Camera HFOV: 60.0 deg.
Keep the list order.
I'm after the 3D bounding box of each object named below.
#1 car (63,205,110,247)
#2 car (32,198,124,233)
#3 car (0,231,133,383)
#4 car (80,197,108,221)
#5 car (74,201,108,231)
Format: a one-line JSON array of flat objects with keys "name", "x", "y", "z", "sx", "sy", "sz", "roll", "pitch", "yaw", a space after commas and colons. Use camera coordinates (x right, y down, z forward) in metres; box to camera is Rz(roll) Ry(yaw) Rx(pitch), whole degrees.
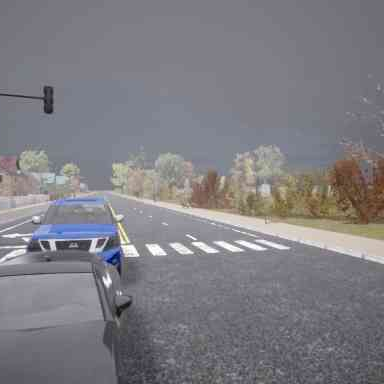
[{"name": "car", "x": -4.986, "y": 1.499, "z": 16.106, "sx": 1.837, "sy": 1.490, "sz": 4.892, "roll": 0, "pitch": 0, "yaw": -15}, {"name": "car", "x": -3.348, "y": 1.218, "z": 10.028, "sx": 2.150, "sy": 2.045, "sz": 5.566, "roll": 0, "pitch": 0, "yaw": -15}, {"name": "car", "x": -1.729, "y": 1.524, "z": 3.934, "sx": 1.812, "sy": 1.442, "sz": 4.674, "roll": 0, "pitch": 0, "yaw": -13}, {"name": "car", "x": -8.077, "y": 1.338, "z": 27.595, "sx": 2.097, "sy": 1.767, "sz": 4.553, "roll": 0, "pitch": 0, "yaw": -15}, {"name": "car", "x": -6.535, "y": 1.468, "z": 21.856, "sx": 1.882, "sy": 1.535, "sz": 5.008, "roll": 0, "pitch": 0, "yaw": -15}]
